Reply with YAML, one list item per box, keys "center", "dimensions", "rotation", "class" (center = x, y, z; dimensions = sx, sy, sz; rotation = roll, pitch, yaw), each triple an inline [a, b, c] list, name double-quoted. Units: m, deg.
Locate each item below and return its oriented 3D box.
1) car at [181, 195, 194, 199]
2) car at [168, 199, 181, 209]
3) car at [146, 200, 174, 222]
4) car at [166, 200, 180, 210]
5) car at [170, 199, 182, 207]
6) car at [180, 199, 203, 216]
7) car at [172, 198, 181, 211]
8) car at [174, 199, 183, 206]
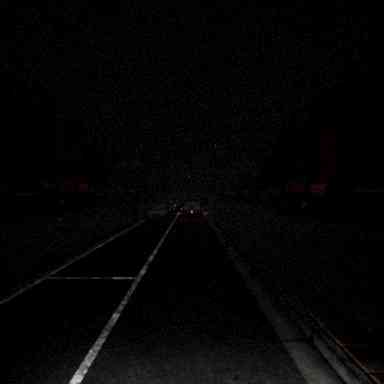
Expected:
- center: [-0.063, 1.650, 44.796]
  dimensions: [2.097, 1.767, 4.553]
  rotation: [0, -1, -3]
  class: "car"
- center: [-2.857, 1.958, 54.928]
  dimensions: [2.008, 1.369, 4.403]
  rotation: [-2, -1, 0]
  class: "car"
- center: [-2.756, 1.670, 27.523]
  dimensions: [1.752, 1.417, 4.829]
  rotation: [-1, 0, 0]
  class: "car"
- center: [-2.834, 1.930, 49.476]
  dimensions: [1.802, 1.307, 4.206]
  rotation: [-1, 0, 0]
  class: "car"
- center: [-2.877, 2.021, 60.376]
  dimensions: [2.008, 1.369, 4.403]
  rotation: [-2, -1, 0]
  class: "car"
- center: [-0.024, 1.727, 34.536]
  dimensions: [1.812, 1.442, 4.674]
  rotation: [0, 0, 0]
  class: "car"
- center: [-2.820, 1.731, 44.035]
  dimensions: [1.967, 1.590, 4.097]
  rotation: [-2, -1, 0]
  class: "car"
- center: [-2.916, 2.184, 71.269]
  dimensions: [1.802, 1.307, 4.206]
  rotation: [-2, -1, 0]
  class: "car"
